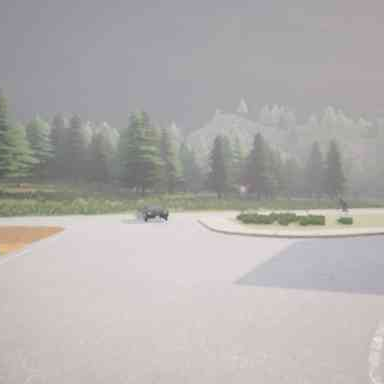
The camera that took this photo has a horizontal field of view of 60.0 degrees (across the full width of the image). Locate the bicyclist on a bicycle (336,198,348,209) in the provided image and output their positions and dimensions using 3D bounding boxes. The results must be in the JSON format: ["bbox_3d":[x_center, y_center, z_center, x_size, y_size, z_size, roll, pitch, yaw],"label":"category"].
[{"bbox_3d":[15.266,1.411,33.802,0.582,1.620,1.656,0,-1,-22],"label":"bicyclist on a bicycle"}]

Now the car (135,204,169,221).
[{"bbox_3d":[-3.353,1.639,27.241,1.895,1.301,4.718,-1,-1,-19],"label":"car"}]
